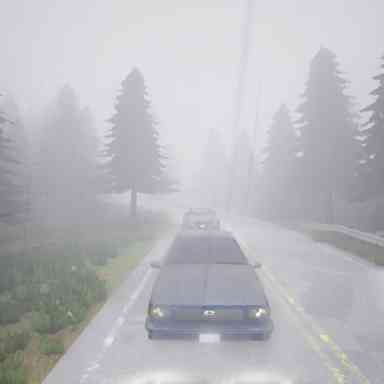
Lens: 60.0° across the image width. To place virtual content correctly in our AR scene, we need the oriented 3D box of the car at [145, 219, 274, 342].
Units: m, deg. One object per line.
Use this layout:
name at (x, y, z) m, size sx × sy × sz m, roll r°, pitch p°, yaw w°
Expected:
car at (0.286, 1.558, 7.088) m, size 2.033 × 1.411 × 5.357 m, roll 0°, pitch 0°, yaw 1°

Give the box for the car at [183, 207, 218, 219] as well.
car at (0.481, 1.584, 19.172) m, size 1.994 × 1.385 × 4.181 m, roll 0°, pitch 0°, yaw -2°
